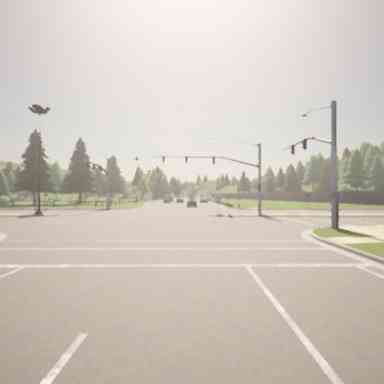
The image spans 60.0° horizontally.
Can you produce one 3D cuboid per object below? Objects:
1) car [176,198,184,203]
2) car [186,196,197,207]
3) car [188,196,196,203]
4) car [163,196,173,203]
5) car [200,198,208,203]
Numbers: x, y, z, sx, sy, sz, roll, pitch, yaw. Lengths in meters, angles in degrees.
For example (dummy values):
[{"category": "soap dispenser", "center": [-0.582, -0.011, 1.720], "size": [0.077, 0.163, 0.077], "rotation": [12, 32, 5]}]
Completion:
[{"category": "car", "center": [-3.512, 2.403, 93.284], "size": [1.837, 1.490, 4.892], "rotation": [0, -1, 0]}, {"category": "car", "center": [-0.009, 2.092, 62.677], "size": [1.882, 1.535, 5.008], "rotation": [0, -1, 0]}, {"category": "car", "center": [-0.012, 2.129, 93.317], "size": [2.150, 2.045, 5.566], "rotation": [0, -1, 0]}, {"category": "car", "center": [-7.012, 2.404, 93.283], "size": [1.837, 1.490, 4.892], "rotation": [0, -1, 0]}, {"category": "car", "center": [3.488, 2.428, 93.284], "size": [2.128, 1.511, 4.902], "rotation": [0, -1, 0]}]
